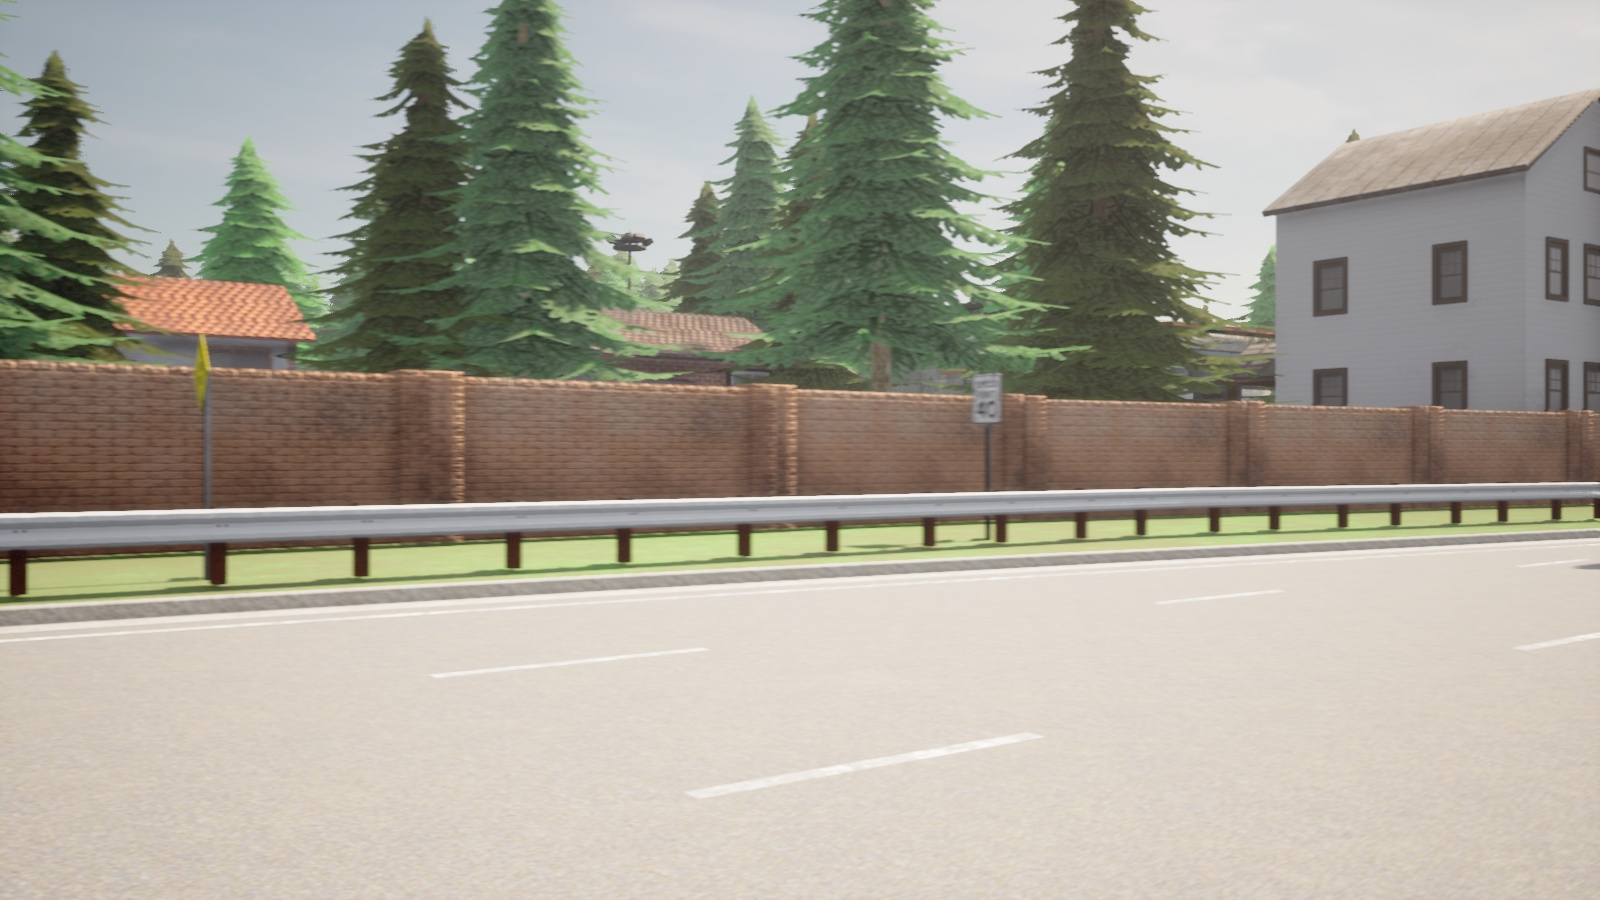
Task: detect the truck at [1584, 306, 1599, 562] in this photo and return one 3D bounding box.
[{"bbox_3d":[14.792,-0.223,18.223,7.936,3.462,2.891,0,0,-35],"label":"truck"}]
